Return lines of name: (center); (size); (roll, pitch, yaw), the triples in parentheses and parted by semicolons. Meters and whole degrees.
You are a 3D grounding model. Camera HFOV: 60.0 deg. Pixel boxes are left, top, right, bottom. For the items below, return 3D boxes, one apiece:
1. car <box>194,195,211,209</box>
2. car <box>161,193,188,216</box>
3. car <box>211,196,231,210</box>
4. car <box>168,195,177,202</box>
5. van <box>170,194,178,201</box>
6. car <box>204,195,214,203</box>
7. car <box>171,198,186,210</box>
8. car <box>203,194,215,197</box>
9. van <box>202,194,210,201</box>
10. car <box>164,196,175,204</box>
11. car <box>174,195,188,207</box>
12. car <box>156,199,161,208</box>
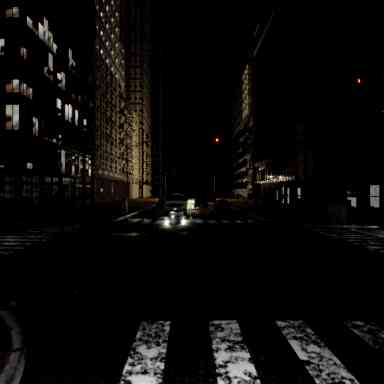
car: (1.238, 1.536, 46.580); (1.812, 1.442, 4.674); (0, 0, 0)
car: (-1.604, 1.239, 33.749); (2.150, 2.045, 5.566); (0, 0, 0)
car: (3.797, 1.579, 41.815); (1.947, 1.339, 4.313); (0, 0, 0)
car: (-4.377, 1.426, 74.921); (1.967, 1.590, 4.097); (0, 0, 0)
van: (-4.417, 1.321, 80.448); (1.690, 1.788, 3.998); (0, 0, 0)
car: (3.544, 1.432, 69.452); (1.967, 1.590, 4.097); (0, 0, 0)
car: (-1.675, 1.538, 43.576); (1.812, 1.442, 4.674); (0, 0, 0)
car: (3.585, 1.313, 63.923); (2.192, 1.841, 5.009); (0, 0, 0)
van: (3.463, 1.321, 80.506); (1.690, 1.788, 3.998); (0, 0, 0)
car: (-4.295, 1.563, 63.866); (1.947, 1.339, 4.313); (0, 0, 0)
car: (-1.739, 1.359, 53.493); (2.097, 1.767, 4.553); (0, 0, -1)
car: (-4.173, 1.592, 47.283); (1.802, 1.307, 4.206); (0, 0, 0)
